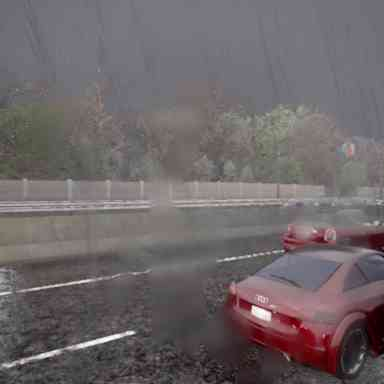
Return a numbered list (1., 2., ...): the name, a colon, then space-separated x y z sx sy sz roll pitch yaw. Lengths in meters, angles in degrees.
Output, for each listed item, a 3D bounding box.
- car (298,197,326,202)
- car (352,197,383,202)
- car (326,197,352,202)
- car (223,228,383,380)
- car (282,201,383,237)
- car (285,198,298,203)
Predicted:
1. car: 15.741 1.448 40.970 4.553 1.767 2.097 0 0 -35
2. car: 19.410 1.588 34.996 4.902 1.511 2.128 0 0 -35
3. car: 17.909 1.449 38.219 4.553 1.767 2.097 0 0 -35
4. car: 2.545 1.576 5.555 4.181 1.385 1.994 0 0 -35
5. car: 5.408 1.379 11.899 4.553 1.767 2.097 0 0 -35
6. car: 14.003 1.589 44.028 4.902 1.511 2.128 0 0 -35
